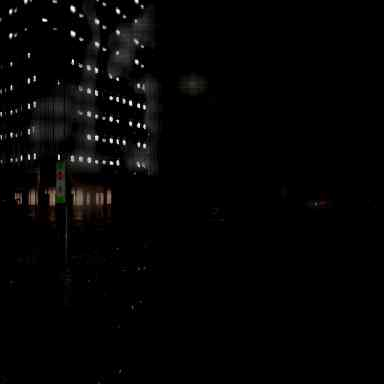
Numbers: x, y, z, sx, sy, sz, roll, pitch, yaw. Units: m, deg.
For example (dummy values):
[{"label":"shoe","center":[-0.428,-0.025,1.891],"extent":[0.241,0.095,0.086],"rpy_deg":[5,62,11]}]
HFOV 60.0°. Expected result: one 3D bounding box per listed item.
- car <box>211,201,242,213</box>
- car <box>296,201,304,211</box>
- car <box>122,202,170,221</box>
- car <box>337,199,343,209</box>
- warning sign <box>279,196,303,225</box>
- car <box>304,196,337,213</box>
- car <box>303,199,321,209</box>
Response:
[{"label":"car","center":[4.499,1.831,42.116],"extent":[2.033,1.411,5.357],"rpy_deg":[0,-1,34]},{"label":"car","center":[14.128,1.900,44.679],"extent":[1.895,1.301,4.718],"rpy_deg":[0,-1,33]},{"label":"car","center":[-4.019,1.666,29.607],"extent":[1.882,1.535,5.008],"rpy_deg":[0,-1,34]},{"label":"car","center":[21.921,1.817,51.057],"extent":[1.882,1.535,5.008],"rpy_deg":[0,0,31]},{"label":"warning sign","center":[6.826,1.251,22.955],"extent":[1.300,1.860,1.060],"rpy_deg":[0,0,34]},{"label":"car","center":[16.412,1.501,42.237],"extent":[2.150,2.045,5.566],"rpy_deg":[0,-1,34]},{"label":"car","center":[19.143,1.879,52.743],"extent":[1.812,1.442,4.674],"rpy_deg":[0,0,31]}]
